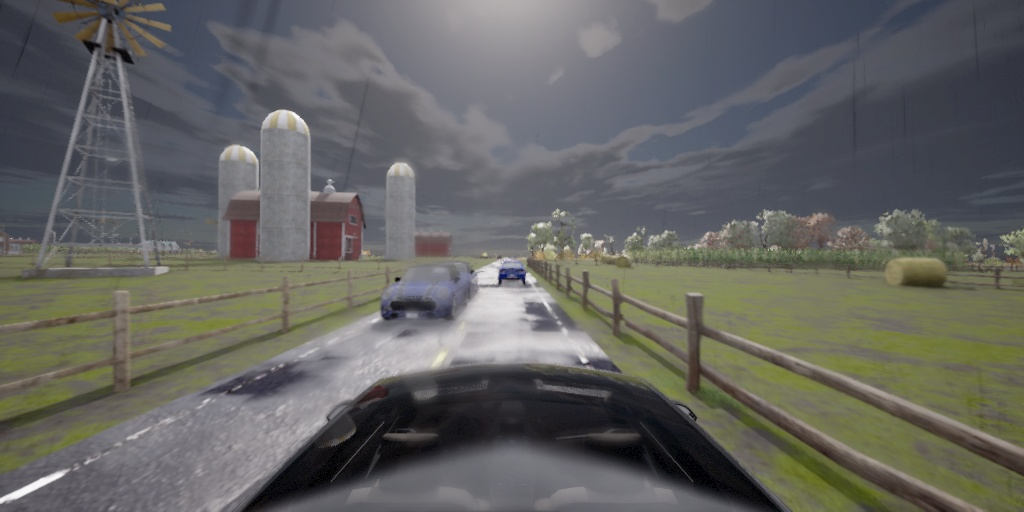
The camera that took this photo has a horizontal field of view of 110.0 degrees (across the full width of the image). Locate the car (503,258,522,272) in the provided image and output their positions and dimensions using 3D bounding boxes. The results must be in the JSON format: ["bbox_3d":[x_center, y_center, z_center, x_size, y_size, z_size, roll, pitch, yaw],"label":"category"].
[{"bbox_3d":[0.066,1.020,43.793,2.128,1.511,4.902,0,0,0],"label":"car"}]

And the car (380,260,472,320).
[{"bbox_3d":[-2.751,1.051,12.152,2.097,1.767,4.553,0,0,0],"label":"car"}]

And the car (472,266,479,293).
[{"bbox_3d":[-2.815,1.018,17.184,2.097,1.767,4.553,0,0,0],"label":"car"}]

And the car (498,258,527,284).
[{"bbox_3d":[0.015,1.098,25.593,1.882,1.535,5.008,0,1,0],"label":"car"}]
